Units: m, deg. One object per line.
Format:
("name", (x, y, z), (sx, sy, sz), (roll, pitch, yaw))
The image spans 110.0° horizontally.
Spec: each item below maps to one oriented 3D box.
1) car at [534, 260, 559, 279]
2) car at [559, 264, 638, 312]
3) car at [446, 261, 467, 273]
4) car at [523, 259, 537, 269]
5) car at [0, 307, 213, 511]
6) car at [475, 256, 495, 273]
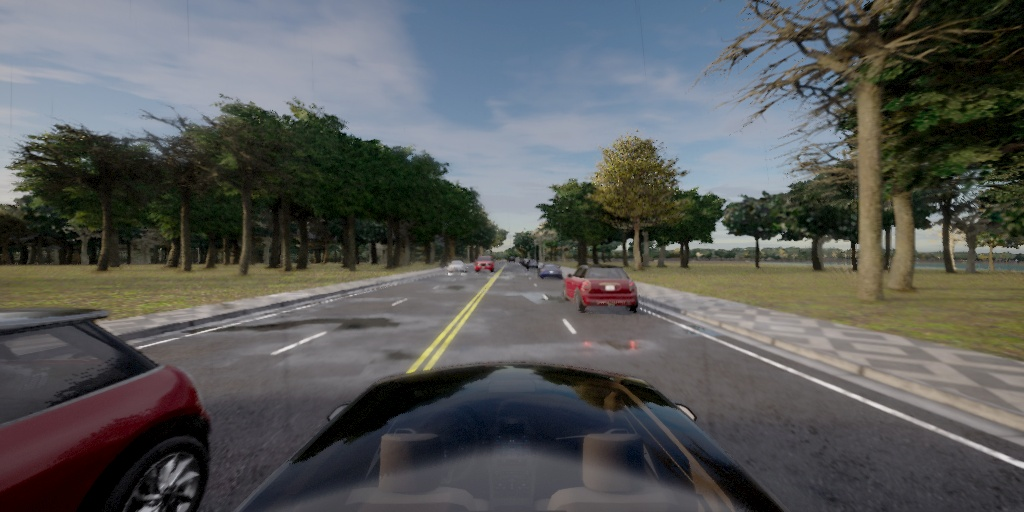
("car", (3.352, 1.336, 32.349), (1.994, 1.385, 4.181), (0, 0, 0))
("car", (3.351, 1.107, 14.373), (2.097, 1.767, 4.553), (0, 0, 0))
("car", (-6.582, 1.311, 43.222), (1.812, 1.442, 4.674), (0, 0, 0))
("car", (3.254, 1.240, 56.265), (2.033, 1.649, 4.856), (0, 0, 0))
("car", (-3.350, 1.102, 0.793), (2.097, 1.767, 4.553), (0, 0, 0))
("car", (-3.321, 1.011, 44.482), (2.150, 2.045, 5.566), (0, 0, 0))
